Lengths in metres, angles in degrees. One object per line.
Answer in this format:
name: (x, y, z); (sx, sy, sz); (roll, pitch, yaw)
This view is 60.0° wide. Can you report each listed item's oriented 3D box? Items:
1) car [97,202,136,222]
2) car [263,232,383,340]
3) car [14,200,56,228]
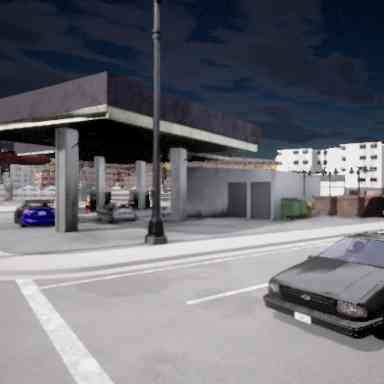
car: (-5.824, 1.498, 25.470); (1.970, 1.475, 3.806); (0, 0, -34)
car: (3.859, 1.569, 6.742); (5.357, 1.411, 2.033); (0, 0, -36)
car: (-10.111, 1.322, 21.570); (2.242, 1.667, 4.611); (0, 0, -34)
